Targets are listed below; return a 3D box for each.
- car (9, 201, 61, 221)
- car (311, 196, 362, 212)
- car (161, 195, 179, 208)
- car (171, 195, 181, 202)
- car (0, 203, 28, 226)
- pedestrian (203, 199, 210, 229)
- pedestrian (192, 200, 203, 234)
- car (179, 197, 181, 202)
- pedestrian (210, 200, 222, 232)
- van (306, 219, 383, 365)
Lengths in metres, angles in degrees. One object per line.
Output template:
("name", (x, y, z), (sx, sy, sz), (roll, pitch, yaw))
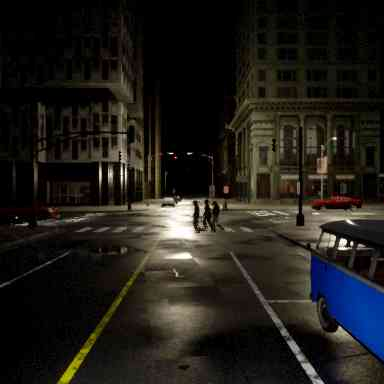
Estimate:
("car", (-13.623, 1.510, 28.201), (4.553, 1.767, 2.097), (-1, 0, -3))
("car", (15.103, 1.218, 34.937), (5.008, 1.535, 1.882), (-1, 0, 0))
("car", (-3.353, 1.509, 48.237), (2.033, 1.411, 5.357), (0, 0, 0))
("car", (-3.548, 1.454, 75.205), (1.994, 1.385, 4.181), (0, 0, -1))
("car", (-15.071, 1.759, 24.844), (4.181, 1.385, 1.994), (-1, 0, 0))
("pedestrian", (0.896, 1.287, 18.865), (0.375, 1.860, 0.375), (0, 0, 0))
("pedestrian", (0.231, 1.287, 17.665), (0.375, 1.860, 0.375), (0, 0, 0))
("car", (-3.466, 1.485, 60.339), (2.033, 1.411, 5.357), (0, 0, -1))
("pedestrian", (1.313, 1.287, 18.268), (0.375, 1.860, 0.375), (0, 0, 0))
("van", (2.836, 1.341, 4.232), (1.690, 1.788, 3.998), (0, 0, 0))
